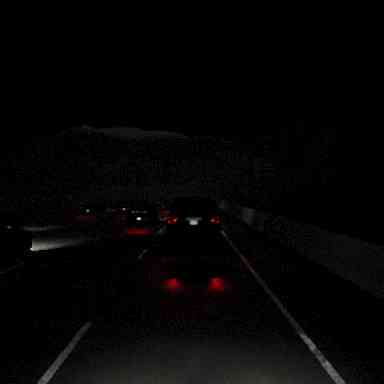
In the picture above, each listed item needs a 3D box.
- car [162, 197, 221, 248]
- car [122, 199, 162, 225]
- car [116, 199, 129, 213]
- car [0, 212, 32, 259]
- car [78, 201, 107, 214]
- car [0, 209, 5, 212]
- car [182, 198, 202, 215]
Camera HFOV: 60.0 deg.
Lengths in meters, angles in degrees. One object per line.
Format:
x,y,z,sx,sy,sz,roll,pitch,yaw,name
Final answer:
0.057,1.213,14.811,2.150,2.045,5.566,0,0,0,car
-3.472,1.497,24.119,1.837,1.490,4.892,0,0,0,car
-7.012,1.499,36.632,1.837,1.490,4.892,0,0,0,car
-6.930,1.561,10.664,1.994,1.385,4.181,0,0,0,car
-10.509,1.598,35.711,1.895,1.301,4.718,0,0,0,car
-10.449,1.525,16.934,1.812,1.442,4.674,0,0,0,car
-0.005,1.467,34.406,1.882,1.535,5.008,0,0,0,car
